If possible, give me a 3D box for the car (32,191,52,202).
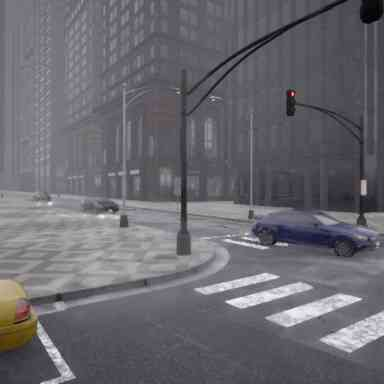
[{"bbox_3d":[-21.206,0.612,46.890,1.837,1.490,4.892,0,0,-35],"label":"car"}]

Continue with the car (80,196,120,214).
[{"bbox_3d":[-8.006,1.046,28.506,2.033,1.411,5.357,0,1,-36],"label":"car"}]

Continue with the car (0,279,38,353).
[{"bbox_3d":[-4.347,1.525,3.543,4.829,1.417,1.752,0,0,-36],"label":"car"}]

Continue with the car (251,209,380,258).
[{"bbox_3d":[4.443,1.403,12.582,4.674,1.442,1.812,1,1,43],"label":"car"}]
